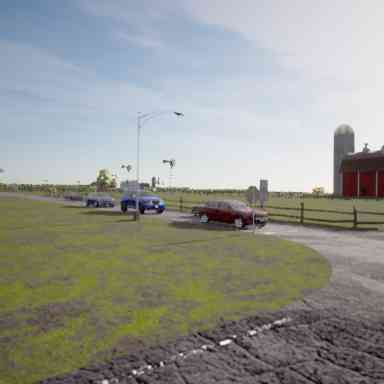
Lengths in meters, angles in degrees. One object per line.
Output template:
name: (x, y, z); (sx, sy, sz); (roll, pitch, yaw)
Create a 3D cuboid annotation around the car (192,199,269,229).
car: (2.405, 1.252, 20.280); (1.882, 1.535, 5.008); (1, 0, -36)

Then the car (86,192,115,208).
car: (-10.485, 0.815, 38.017); (2.097, 1.767, 4.553); (1, 0, -36)

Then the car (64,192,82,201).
car: (-20.242, 0.715, 56.426); (2.128, 1.511, 4.902); (1, 0, -36)

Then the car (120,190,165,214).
car: (-4.557, 0.826, 29.860); (2.150, 2.045, 5.566); (1, 0, -36)
